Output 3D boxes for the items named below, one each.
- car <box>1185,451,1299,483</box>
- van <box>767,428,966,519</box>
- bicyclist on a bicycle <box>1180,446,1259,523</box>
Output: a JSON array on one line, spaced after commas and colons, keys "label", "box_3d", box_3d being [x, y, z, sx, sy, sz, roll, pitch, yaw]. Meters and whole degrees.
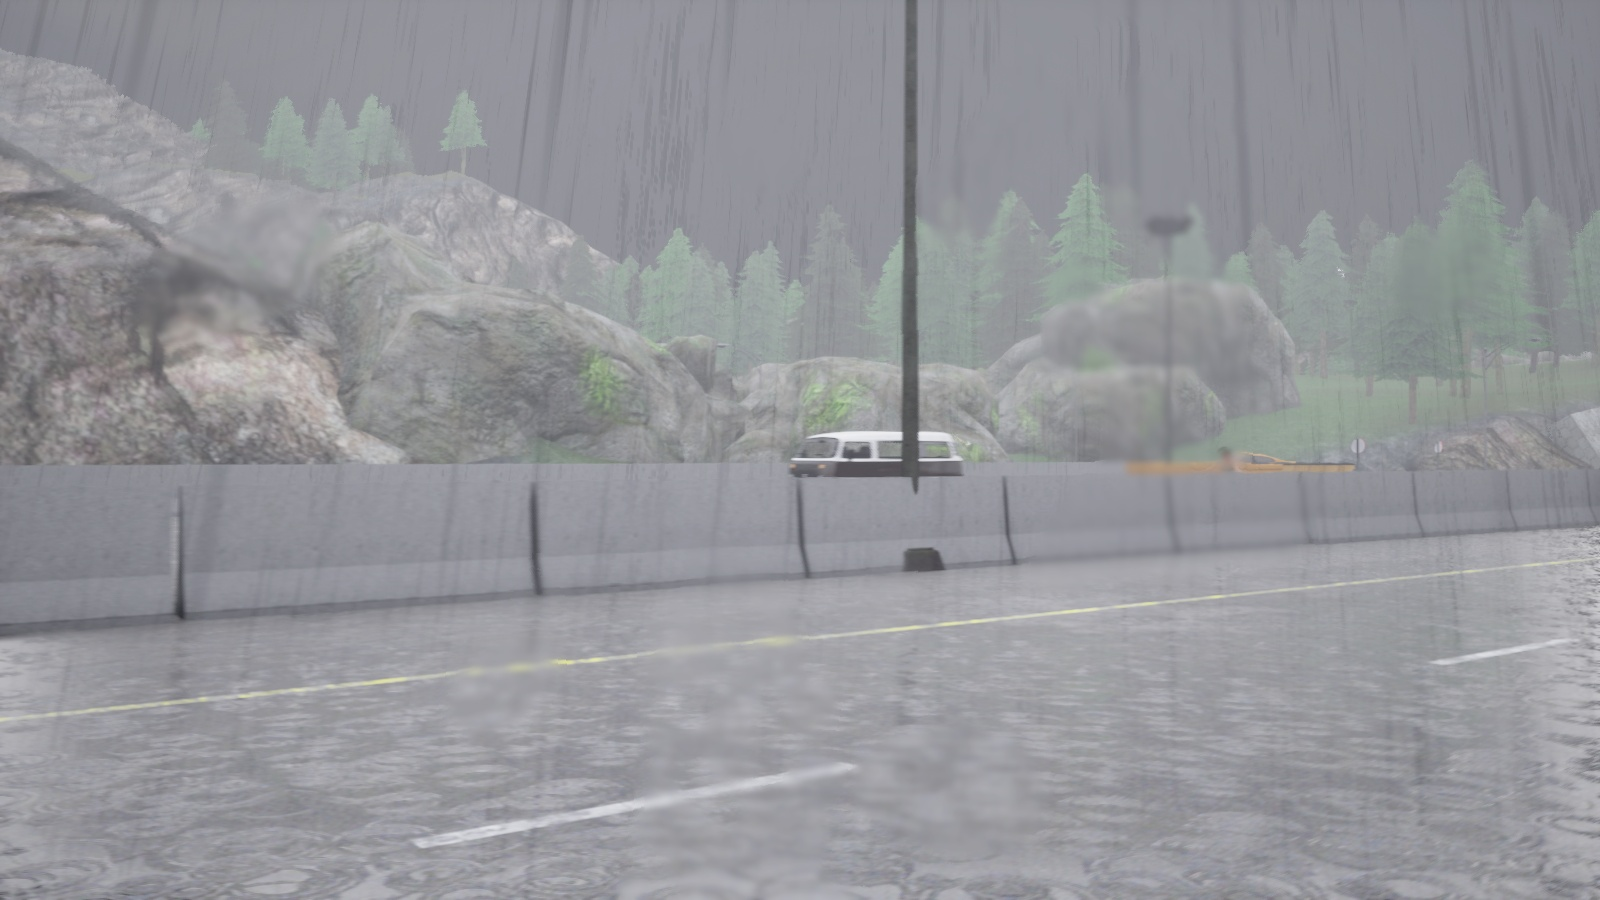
[{"label": "car", "box_3d": [21.976, 0.829, 62.570, 5.008, 1.535, 1.882, 0, 0, 2]}, {"label": "van", "box_3d": [1.651, 0.541, 30.395, 4.480, 2.038, 2.069, 0, 0, -35]}, {"label": "bicyclist on a bicycle", "box_3d": [9.025, 0.728, 26.992, 1.509, 1.612, 0.866, 0, 0, -35]}]
